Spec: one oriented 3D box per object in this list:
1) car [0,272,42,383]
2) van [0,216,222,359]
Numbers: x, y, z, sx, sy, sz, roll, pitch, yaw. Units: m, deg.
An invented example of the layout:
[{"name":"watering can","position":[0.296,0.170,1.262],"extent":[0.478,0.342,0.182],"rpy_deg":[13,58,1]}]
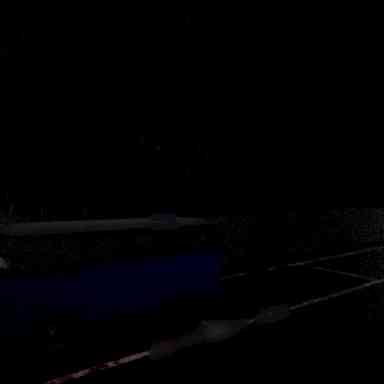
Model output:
[{"name":"car","position":[-3.308,1.498,1.015],"extent":[4.892,1.490,1.837],"rpy_deg":[1,-1,-36]},{"name":"van","position":[-1.355,1.351,5.698],"extent":[3.998,1.788,1.690],"rpy_deg":[0,-1,-36]}]
